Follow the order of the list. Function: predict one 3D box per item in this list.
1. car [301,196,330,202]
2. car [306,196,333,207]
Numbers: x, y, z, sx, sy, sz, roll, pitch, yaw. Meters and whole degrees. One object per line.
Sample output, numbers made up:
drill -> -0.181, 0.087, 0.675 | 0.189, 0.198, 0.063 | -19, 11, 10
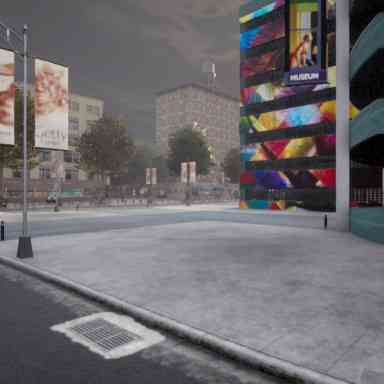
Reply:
car -> 14.255, 1.320, 39.330 | 2.002, 1.452, 4.674 | 0, 0, 43
car -> 19.579, 1.413, 51.052 | 2.161, 1.482, 4.786 | 0, 0, 43
